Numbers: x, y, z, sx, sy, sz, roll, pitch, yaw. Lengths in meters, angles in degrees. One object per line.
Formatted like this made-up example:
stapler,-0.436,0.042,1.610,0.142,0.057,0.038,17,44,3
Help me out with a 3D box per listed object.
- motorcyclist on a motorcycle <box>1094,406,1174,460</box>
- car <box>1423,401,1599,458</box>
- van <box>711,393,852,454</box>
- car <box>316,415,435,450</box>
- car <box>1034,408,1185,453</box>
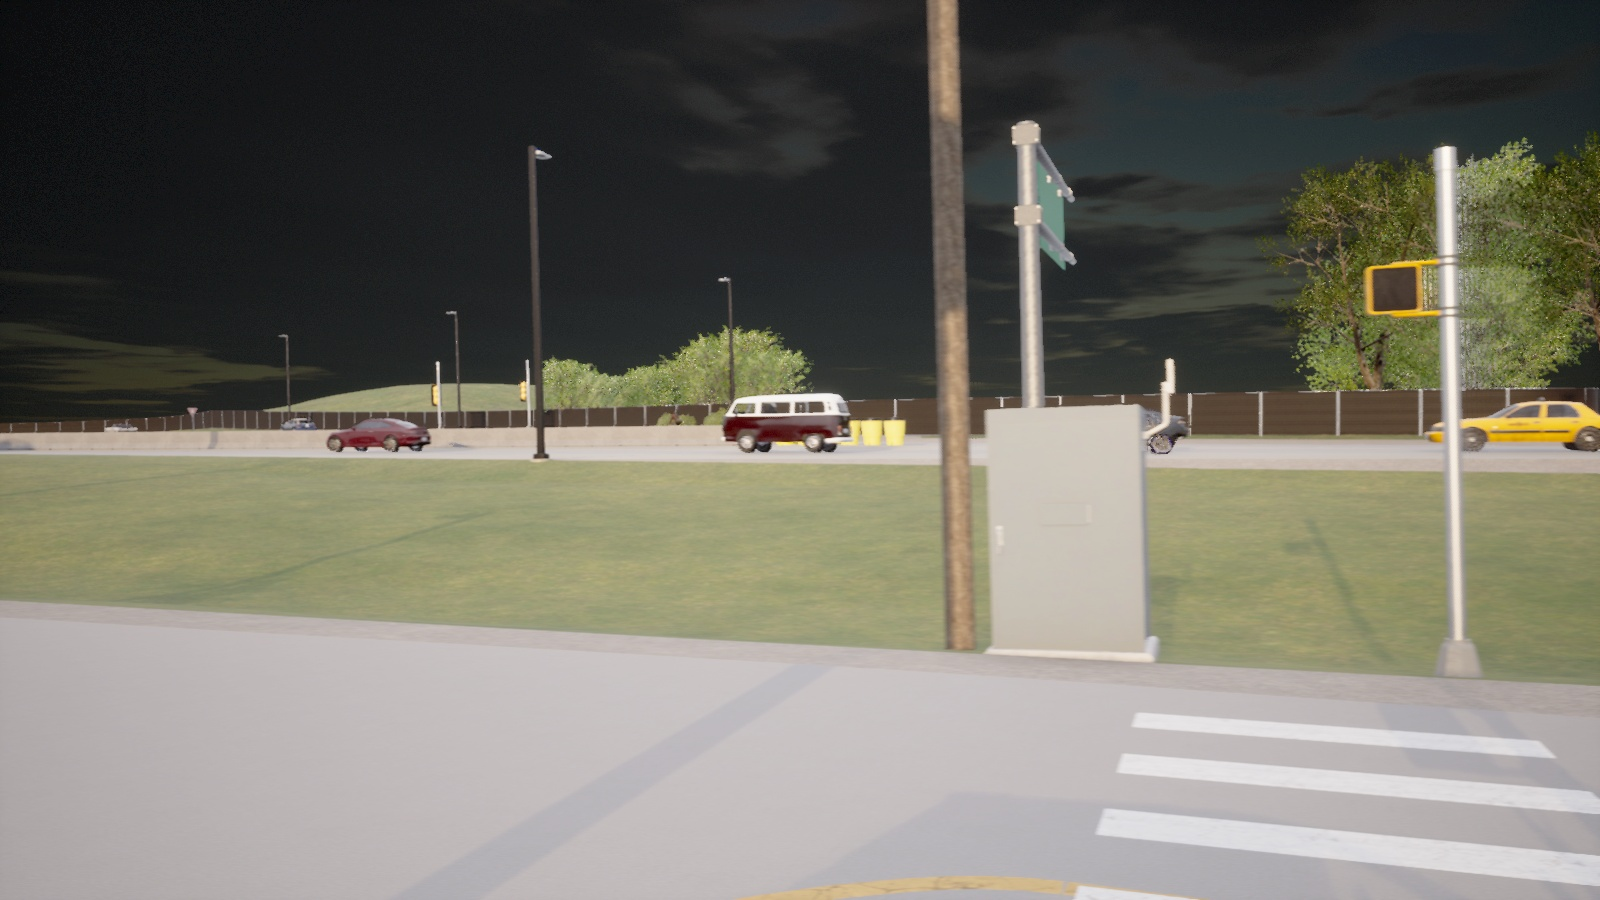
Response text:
motorcyclist on a motorcycle,9.732,-0.496,36.613,2.191,1.530,0.866,0,1,19
car,21.110,-0.586,36.315,5.366,1.575,1.801,0,1,20
van,-0.627,-0.909,43.944,4.480,2.038,2.069,0,1,19
car,-18.181,-0.747,53.801,4.674,1.442,1.812,0,1,19
car,10.765,-0.675,43.667,4.902,1.511,2.128,0,1,19
